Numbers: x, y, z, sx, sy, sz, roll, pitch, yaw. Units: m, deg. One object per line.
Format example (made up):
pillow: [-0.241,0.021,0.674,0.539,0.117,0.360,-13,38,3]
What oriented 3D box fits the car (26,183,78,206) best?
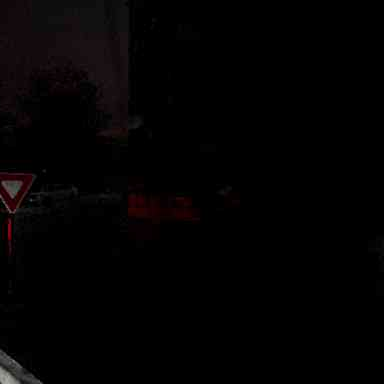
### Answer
car: [-14.615,0.202,35.044,2.150,2.045,5.566,0,6,24]

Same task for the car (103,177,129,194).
car: [-10.017,-0.975,46.250,2.150,2.045,5.566,0,6,21]
